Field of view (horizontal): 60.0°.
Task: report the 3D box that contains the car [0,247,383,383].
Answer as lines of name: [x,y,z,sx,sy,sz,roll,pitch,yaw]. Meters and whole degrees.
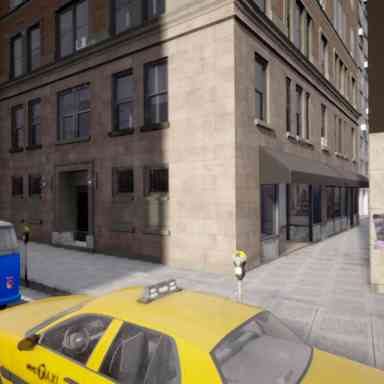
car: [-0.508,1.526,3.225,4.829,1.417,1.752,0,-1,36]

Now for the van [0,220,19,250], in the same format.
van: [-4.979,1.342,6.433,3.998,1.788,1.690,0,-1,36]
